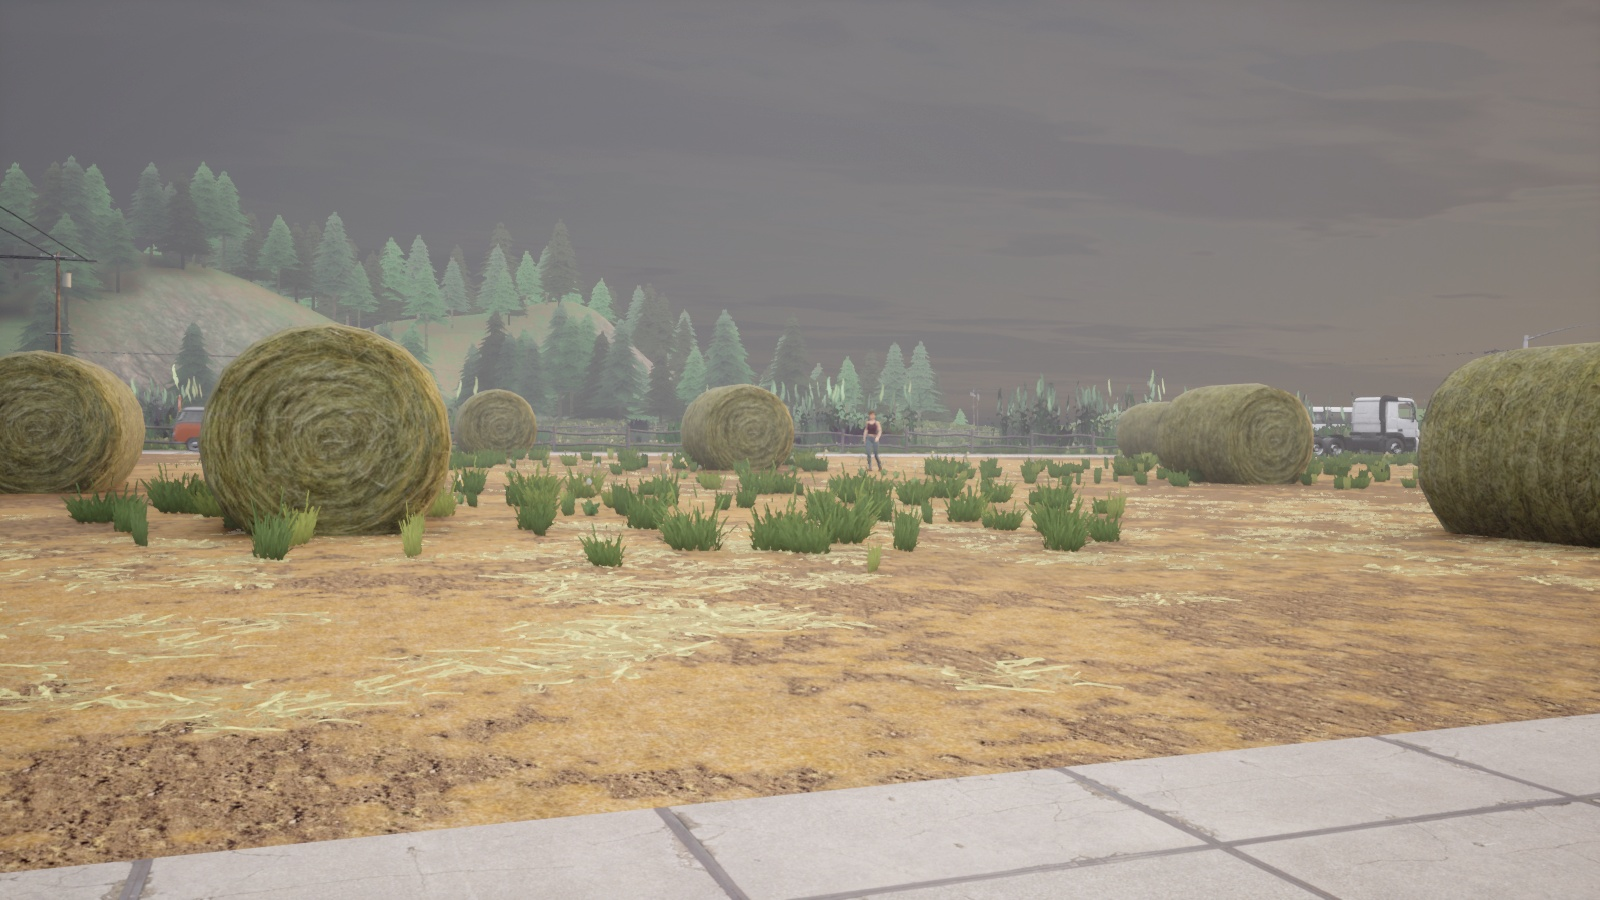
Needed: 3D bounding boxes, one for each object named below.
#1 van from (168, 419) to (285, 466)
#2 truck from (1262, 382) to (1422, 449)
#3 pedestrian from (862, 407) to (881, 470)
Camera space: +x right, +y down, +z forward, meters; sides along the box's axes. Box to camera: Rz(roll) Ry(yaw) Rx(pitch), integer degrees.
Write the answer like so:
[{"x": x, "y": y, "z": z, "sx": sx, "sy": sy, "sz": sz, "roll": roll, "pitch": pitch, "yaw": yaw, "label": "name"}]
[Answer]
[{"x": -25.087, "y": -0.345, "z": 55.072, "sx": 4.442, "sy": 1.987, "sz": 1.775, "roll": -1, "pitch": 1, "yaw": -17, "label": "van"}, {"x": 29.340, "y": -1.891, "z": 68.007, "sx": 7.936, "sy": 3.462, "sz": 2.891, "roll": -1, "pitch": 1, "yaw": -17, "label": "truck"}, {"x": 2.099, "y": -0.331, "z": 36.792, "sx": 0.345, "sy": 1.836, "sz": 0.594, "roll": 0, "pitch": 1, "yaw": 22, "label": "pedestrian"}]
